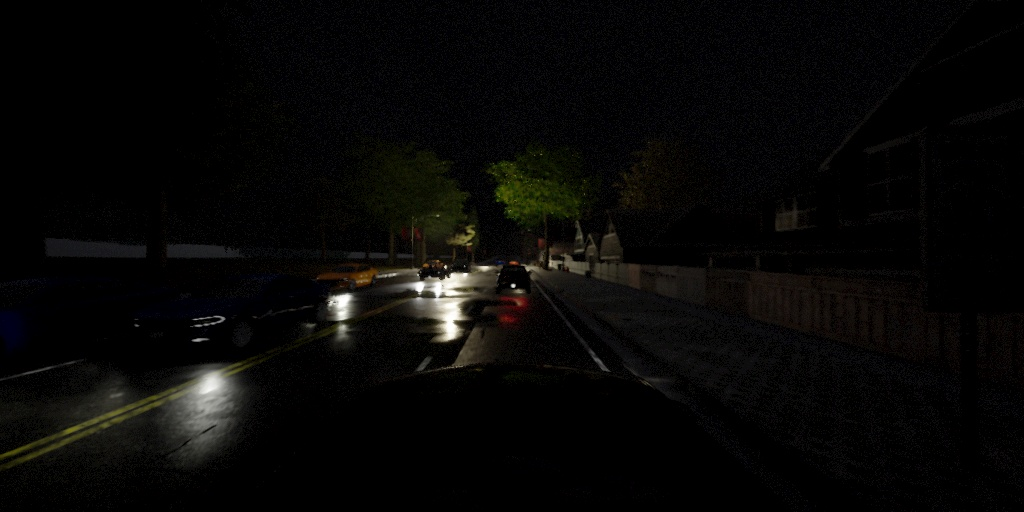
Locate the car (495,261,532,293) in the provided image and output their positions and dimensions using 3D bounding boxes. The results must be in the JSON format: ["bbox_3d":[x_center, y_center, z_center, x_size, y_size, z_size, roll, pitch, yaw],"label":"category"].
[{"bbox_3d":[0.087,1.255,20.717,1.837,1.490,4.892,0,0,0],"label":"car"}]

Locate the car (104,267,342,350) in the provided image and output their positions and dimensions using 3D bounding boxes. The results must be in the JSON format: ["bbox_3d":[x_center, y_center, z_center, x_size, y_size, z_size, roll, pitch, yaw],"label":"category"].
[{"bbox_3d":[-6.571,1.198,9.149,1.882,1.535,5.008,0,0,0],"label":"car"}]

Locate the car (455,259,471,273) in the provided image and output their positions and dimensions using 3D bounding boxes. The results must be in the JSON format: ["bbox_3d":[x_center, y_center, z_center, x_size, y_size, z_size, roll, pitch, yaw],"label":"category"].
[{"bbox_3d":[-6.296,1.168,44.238,2.097,1.767,4.553,0,0,0],"label":"car"}]

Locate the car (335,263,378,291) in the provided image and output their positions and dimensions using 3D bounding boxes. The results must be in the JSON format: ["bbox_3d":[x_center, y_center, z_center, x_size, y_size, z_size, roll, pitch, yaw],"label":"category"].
[{"bbox_3d":[-9.739,1.190,21.515,1.882,1.535,5.008,0,1,0],"label":"car"}]

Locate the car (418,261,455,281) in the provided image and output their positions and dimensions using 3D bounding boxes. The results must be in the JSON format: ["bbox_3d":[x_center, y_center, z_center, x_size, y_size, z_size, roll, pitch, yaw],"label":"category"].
[{"bbox_3d":[-6.380,1.351,30.086,1.895,1.301,4.718,0,0,1],"label":"car"}]

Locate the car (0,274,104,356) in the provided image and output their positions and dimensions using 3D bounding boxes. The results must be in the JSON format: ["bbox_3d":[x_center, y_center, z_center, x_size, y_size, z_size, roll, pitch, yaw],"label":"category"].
[{"bbox_3d":[-9.831,1.187,7.535,1.882,1.535,5.008,0,0,1],"label":"car"}]
